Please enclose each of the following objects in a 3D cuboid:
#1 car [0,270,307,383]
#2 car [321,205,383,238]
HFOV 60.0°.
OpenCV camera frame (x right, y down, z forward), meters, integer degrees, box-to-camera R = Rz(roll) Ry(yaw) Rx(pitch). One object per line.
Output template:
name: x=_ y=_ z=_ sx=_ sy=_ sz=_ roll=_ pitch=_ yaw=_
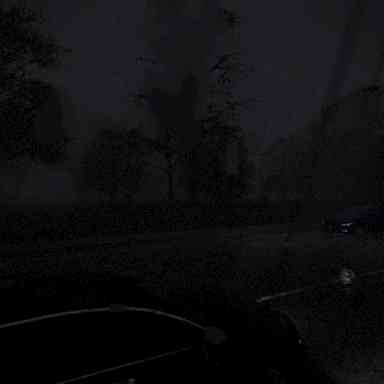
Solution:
car: x=-1.021 y=1.497 z=2.893 sx=4.892 sy=1.490 sz=1.837 roll=0 pitch=0 yaw=-35
car: x=8.991 y=1.440 z=17.510 sx=5.008 sy=1.535 sz=1.882 roll=0 pitch=0 yaw=-28
